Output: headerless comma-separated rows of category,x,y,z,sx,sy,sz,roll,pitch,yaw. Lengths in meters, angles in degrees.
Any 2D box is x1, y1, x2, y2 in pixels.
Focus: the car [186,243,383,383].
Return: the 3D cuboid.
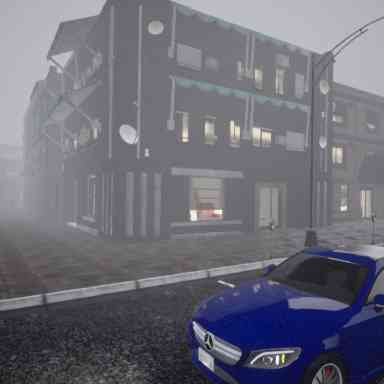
car,2.165,1.527,4.716,4.674,1.442,1.812,0,0,-30
